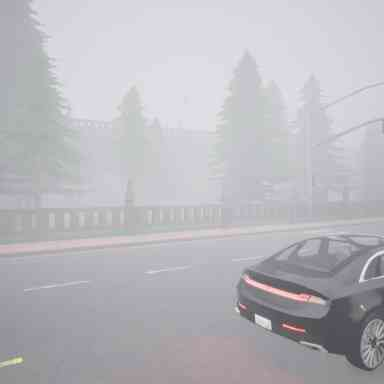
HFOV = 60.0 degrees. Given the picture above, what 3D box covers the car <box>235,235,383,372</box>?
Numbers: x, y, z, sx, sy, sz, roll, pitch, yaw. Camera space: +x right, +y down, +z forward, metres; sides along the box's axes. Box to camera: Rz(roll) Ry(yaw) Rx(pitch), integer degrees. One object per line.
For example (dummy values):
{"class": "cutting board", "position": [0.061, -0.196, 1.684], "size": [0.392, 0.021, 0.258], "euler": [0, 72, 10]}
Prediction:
{"class": "car", "position": [2.990, 1.492, 5.651], "size": [4.902, 1.511, 2.128], "euler": [0, 0, -32]}
